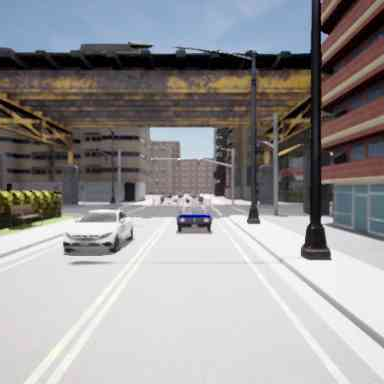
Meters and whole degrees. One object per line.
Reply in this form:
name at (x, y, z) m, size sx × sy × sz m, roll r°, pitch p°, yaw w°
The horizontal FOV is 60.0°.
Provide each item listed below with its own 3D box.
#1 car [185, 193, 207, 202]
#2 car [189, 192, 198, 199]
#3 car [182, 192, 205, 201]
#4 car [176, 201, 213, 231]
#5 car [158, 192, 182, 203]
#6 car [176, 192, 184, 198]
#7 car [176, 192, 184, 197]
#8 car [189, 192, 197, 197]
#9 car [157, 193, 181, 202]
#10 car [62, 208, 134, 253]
car at (0.562, 0.850, 52.076) m, size 1.853 × 1.218 × 4.536 m, roll 0°, pitch 1°, yaw -20°
car at (0.245, 0.781, 78.624) m, size 2.038 × 1.542 × 4.974 m, roll 0°, pitch 0°, yaw 0°
car at (0.581, 1.008, 52.028) m, size 2.038 × 1.542 × 4.974 m, roll 0°, pitch 1°, yaw -20°
car at (0.124, 1.437, 19.121) m, size 1.895 × 1.301 × 4.718 m, roll 0°, pitch 0°, yaw 0°
car at (-3.579, 1.005, 52.341) m, size 2.038 × 1.542 × 4.974 m, roll 0°, pitch 1°, yaw 25°
car at (-3.176, 0.708, 87.150) m, size 2.038 × 1.542 × 4.974 m, roll 0°, pitch 0°, yaw 0°
car at (-3.176, 0.550, 87.201) m, size 1.853 × 1.218 × 4.536 m, roll 0°, pitch 0°, yaw 0°
car at (0.245, 0.623, 78.675) m, size 1.853 × 1.218 × 4.536 m, roll 0°, pitch 0°, yaw 0°
car at (-3.558, 0.847, 52.387) m, size 1.853 × 1.218 × 4.536 m, roll 0°, pitch 1°, yaw 25°
car at (-3.507, 1.411, 13.276) m, size 1.812 × 1.442 × 4.674 m, roll 0°, pitch 0°, yaw 1°
